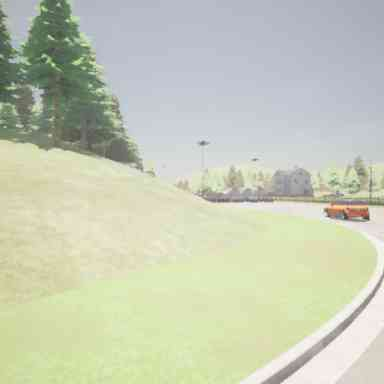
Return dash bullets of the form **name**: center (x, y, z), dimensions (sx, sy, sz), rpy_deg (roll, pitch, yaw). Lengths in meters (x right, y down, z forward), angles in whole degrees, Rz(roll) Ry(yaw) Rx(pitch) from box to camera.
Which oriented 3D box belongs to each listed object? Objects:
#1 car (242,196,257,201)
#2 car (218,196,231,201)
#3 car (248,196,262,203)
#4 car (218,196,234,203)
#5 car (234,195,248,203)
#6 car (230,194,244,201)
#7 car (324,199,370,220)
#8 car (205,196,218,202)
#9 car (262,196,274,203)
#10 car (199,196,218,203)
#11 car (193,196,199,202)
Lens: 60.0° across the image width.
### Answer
- **car**: center (15.249, 1.673, 88.053), dimensions (2.033, 1.411, 5.357), rpy_deg (0, 0, -12)
- **car**: center (8.408, 1.699, 86.571), dimensions (1.994, 1.385, 4.181), rpy_deg (0, 0, -12)
- **car**: center (13.941, 1.850, 77.564), dimensions (1.895, 1.301, 4.718), rpy_deg (0, 0, -12)
- **car**: center (7.195, 1.743, 75.646), dimensions (1.882, 1.535, 5.008), rpy_deg (0, 0, -12)
- **car**: center (10.527, 1.786, 76.794), dimensions (1.812, 1.442, 4.674), rpy_deg (0, 0, -12)
- **car**: center (11.834, 1.495, 87.283), dimensions (2.097, 1.767, 4.553), rpy_deg (0, 0, -12)
- **car**: center (13.197, 1.428, 28.642), dimensions (2.097, 1.767, 4.553), rpy_deg (0, 0, -1)
- **car**: center (4.987, 1.693, 85.829), dimensions (2.033, 1.411, 5.357), rpy_deg (0, 0, -12)
- **car**: center (17.456, 1.771, 77.870), dimensions (2.128, 1.511, 4.902), rpy_deg (0, 0, -12)
- **car**: center (3.685, 1.631, 75.312), dimensions (2.097, 1.767, 4.553), rpy_deg (0, 0, -12)
- **car**: center (1.560, 1.685, 85.117), dimensions (2.128, 1.511, 4.902), rpy_deg (0, 0, -12)
